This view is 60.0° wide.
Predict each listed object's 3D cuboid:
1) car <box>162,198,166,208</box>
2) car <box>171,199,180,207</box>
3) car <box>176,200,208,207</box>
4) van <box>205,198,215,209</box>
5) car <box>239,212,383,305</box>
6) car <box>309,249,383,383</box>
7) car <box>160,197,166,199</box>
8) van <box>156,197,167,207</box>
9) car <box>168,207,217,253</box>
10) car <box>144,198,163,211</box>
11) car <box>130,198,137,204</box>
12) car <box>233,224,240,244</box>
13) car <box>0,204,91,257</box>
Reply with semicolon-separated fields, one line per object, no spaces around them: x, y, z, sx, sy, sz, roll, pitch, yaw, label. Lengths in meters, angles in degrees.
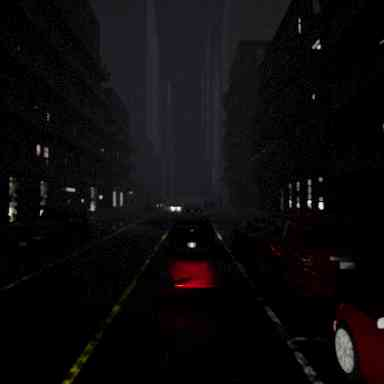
-5.650;2.071;52.451;1.802;1.307;4.206;1;-1;0;car
-3.038;2.093;64.540;2.128;1.511;4.902;0;0;1;car
0.002;1.767;29.313;2.128;1.511;4.902;0;0;0;car
2.702;1.830;52.507;1.690;1.788;3.998;1;-1;0;van
2.708;1.393;8.186;2.192;1.841;5.009;1;-1;0;car
2.704;1.571;2.643;1.887;1.381;4.507;1;-1;0;car
-5.650;2.106;57.990;1.947;1.339;4.313;1;-1;0;car
-5.816;1.932;63.533;1.690;1.788;3.998;1;-1;0;van
0.004;1.644;14.320;1.837;1.490;4.892;0;0;0;car
-5.649;1.988;46.910;2.008;1.369;4.403;1;-1;0;car
-16.501;2.297;86.176;4.097;1.590;1.967;0;-2;0;car
2.703;1.712;13.723;1.802;1.307;4.206;1;-1;0;car
-5.674;1.445;13.672;2.192;1.841;5.009;1;-1;0;car
